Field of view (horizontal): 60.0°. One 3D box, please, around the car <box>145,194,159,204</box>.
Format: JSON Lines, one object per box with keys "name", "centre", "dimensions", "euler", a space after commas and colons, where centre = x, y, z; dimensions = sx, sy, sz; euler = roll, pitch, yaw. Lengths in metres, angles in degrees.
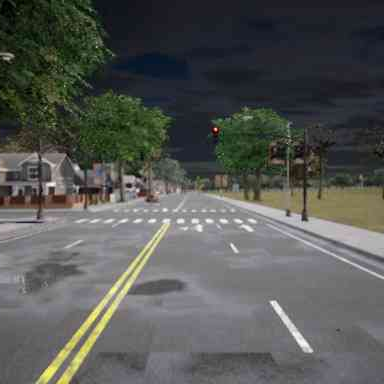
{"name": "car", "centre": [-6.520, 1.137, 54.825], "dimensions": [1.882, 1.535, 5.008], "euler": [0, 2, 0]}
